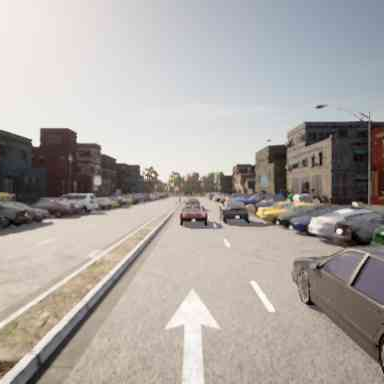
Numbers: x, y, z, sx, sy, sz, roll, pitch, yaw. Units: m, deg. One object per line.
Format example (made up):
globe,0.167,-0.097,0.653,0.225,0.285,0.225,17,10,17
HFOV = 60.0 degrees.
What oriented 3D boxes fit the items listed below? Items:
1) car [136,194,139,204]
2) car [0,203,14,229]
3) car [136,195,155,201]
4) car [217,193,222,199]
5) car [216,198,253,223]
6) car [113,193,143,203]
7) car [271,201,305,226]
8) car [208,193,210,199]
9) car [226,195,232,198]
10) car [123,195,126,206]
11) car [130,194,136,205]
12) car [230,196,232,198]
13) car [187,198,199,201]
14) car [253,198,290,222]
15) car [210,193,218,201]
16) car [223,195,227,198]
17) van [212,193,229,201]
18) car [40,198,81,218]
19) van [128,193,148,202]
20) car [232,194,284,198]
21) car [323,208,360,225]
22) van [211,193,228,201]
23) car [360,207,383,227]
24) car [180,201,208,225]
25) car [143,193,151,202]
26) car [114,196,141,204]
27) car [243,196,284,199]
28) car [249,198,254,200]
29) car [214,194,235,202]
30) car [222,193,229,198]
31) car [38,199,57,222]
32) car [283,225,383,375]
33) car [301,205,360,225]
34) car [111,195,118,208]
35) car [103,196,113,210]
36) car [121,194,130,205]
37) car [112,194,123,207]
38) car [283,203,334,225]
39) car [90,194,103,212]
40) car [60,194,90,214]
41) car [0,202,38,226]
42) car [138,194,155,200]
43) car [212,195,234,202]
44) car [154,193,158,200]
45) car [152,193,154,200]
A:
car,-12.652,1.524,59.957,4.892,1.521,2.231,0,0,0
car,-12.726,1.492,18.153,4.674,1.452,2.002,0,0,0
car,-12.683,1.580,90.532,5.008,1.535,2.097,0,0,0
car,7.563,1.286,56.185,5.566,2.045,2.435,0,0,0
car,3.102,1.470,25.125,1.837,1.490,4.892,0,0,0
car,-12.633,1.278,62.737,5.566,2.045,2.435,0,0,0
car,7.615,1.473,20.334,4.792,1.488,2.163,0,0,0
car,7.572,1.352,83.764,5.566,2.045,2.435,0,0,0
car,7.605,1.492,45.154,5.008,1.535,2.097,0,0,0
car,-12.692,1.522,48.847,4.792,1.488,2.163,0,0,0
car,-12.661,1.515,57.178,5.008,1.535,2.097,0,0,0
car,7.618,1.521,42.396,4.674,1.452,2.002,0,0,0
car,0.078,1.505,41.485,1.837,1.490,4.892,0,0,0
car,7.830,1.442,25.855,5.366,1.575,1.946,0,0,0
car,7.586,1.341,75.489,5.566,2.045,2.435,0,0,0
car,7.598,1.555,50.799,4.674,1.452,2.002,0,0,0
van,7.422,1.380,86.521,4.442,1.987,1.878,0,0,0
car,-12.702,1.494,29.268,4.674,1.452,2.002,0,0,0
van,-12.794,1.338,79.414,4.442,1.987,1.878,0,0,0
car,7.597,1.213,36.883,5.566,2.045,2.435,0,0,0
car,7.672,1.479,12.063,4.792,1.488,2.163,0,0,0
van,7.645,1.384,92.037,4.442,1.987,1.878,0,0,0
car,7.611,1.329,9.306,4.553,1.767,2.185,0,0,0
car,0.102,1.565,23.883,1.895,1.301,4.718,0,0,0
car,-12.668,1.560,76.634,4.892,1.521,2.231,0,0,0
car,-12.635,1.566,65.517,4.792,1.488,2.163,0,0,0
car,7.821,1.449,31.370,5.366,1.575,1.946,0,0,0
car,7.669,1.478,28.611,4.792,1.488,2.163,0,0,0
car,7.584,1.471,78.124,4.553,1.767,2.185,0,0,0
car,7.565,1.401,53.427,4.553,1.767,2.185,0,0,0
car,-12.723,1.452,23.712,4.892,1.521,2.231,0,0,0
car,3.100,1.532,4.934,2.033,1.411,5.357,0,0,0
car,7.641,1.487,14.857,4.674,1.452,2.002,0,0,0
car,-12.645,1.507,43.289,4.792,1.488,2.163,0,0,0
car,-12.652,1.500,40.511,4.792,1.488,2.163,0,0,0
car,-12.663,1.500,51.502,5.008,1.535,2.097,0,0,0
car,-12.854,1.482,46.069,5.366,1.575,1.946,0,0,0
car,7.615,1.474,17.579,4.792,1.488,2.163,0,0,0
car,-12.721,1.209,34.951,5.566,2.045,2.435,0,0,0
car,-12.731,1.332,32.139,4.553,1.767,2.185,0,0,0
car,-12.751,1.481,20.932,4.792,1.488,2.163,0,0,0
car,-12.722,1.459,93.311,4.553,1.767,2.185,0,0,0
car,7.543,1.600,80.881,5.008,1.535,2.097,0,0,0
car,-12.500,1.574,87.753,5.366,1.575,1.946,0,0,0
car,-12.685,1.613,84.973,4.674,1.452,2.002,0,0,0
